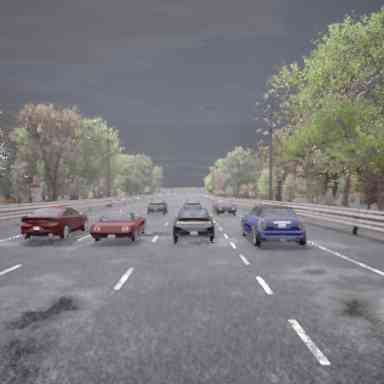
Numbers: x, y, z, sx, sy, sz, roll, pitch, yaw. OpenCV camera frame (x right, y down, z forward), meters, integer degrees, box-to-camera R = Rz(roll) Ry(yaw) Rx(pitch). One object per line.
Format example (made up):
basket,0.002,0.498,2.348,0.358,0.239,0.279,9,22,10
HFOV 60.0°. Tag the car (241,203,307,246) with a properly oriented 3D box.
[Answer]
car,3.563,1.346,15.304,2.097,1.767,4.553,0,0,0

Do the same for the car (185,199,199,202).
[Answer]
car,0.048,1.485,34.336,2.128,1.511,4.902,0,0,0

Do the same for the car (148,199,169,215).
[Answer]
car,-3.453,1.486,34.298,2.128,1.511,4.902,0,0,0

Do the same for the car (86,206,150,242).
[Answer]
car,-3.423,1.596,16.362,1.895,1.301,4.718,0,0,0

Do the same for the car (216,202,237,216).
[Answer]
car,3.082,1.594,32.839,1.895,1.301,4.718,0,0,-3

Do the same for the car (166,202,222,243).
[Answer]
car,0.076,1.486,16.228,2.128,1.511,4.902,0,0,0

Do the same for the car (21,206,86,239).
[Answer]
car,-6.926,1.473,17.296,1.882,1.535,5.008,0,0,0
